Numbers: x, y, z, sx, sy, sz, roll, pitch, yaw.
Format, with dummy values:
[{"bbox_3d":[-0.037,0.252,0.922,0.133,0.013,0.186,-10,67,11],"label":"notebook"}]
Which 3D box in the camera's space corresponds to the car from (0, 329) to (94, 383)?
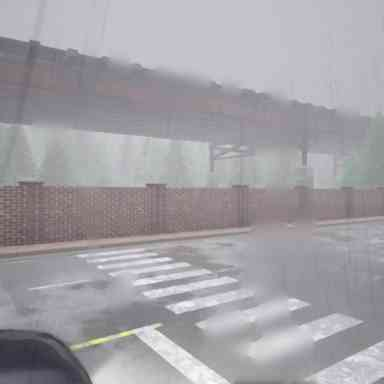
[{"bbox_3d":[-2.632,1.565,1.869,4.181,1.385,1.994,0,0,-35],"label":"car"}]
